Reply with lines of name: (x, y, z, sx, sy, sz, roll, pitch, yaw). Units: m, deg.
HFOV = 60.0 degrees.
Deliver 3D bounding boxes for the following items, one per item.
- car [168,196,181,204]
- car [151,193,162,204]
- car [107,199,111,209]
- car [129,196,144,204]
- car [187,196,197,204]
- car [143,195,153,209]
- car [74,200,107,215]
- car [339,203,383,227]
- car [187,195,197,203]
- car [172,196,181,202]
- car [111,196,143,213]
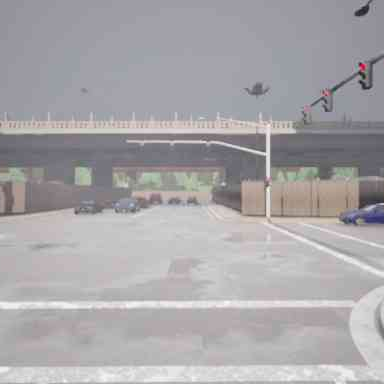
car: (-3.461, 1.611, 64.068, 1.895, 1.301, 4.718, 0, 0, 0)
car: (-6.991, 1.232, 64.165, 2.150, 2.045, 5.566, 0, 0, 1)
car: (-10.563, 1.570, 43.646, 1.994, 1.385, 4.181, 0, 0, 0)
car: (-10.501, 1.502, 63.437, 2.128, 1.511, 4.902, 0, 0, 1)
car: (0.039, 1.611, 63.702, 1.895, 1.301, 4.718, 0, 0, 0)
car: (-7.058, 1.485, 45.997, 1.882, 1.535, 5.008, 0, 0, 0)
car: (-10.564, 1.569, 34.285, 1.994, 1.385, 4.181, 0, 0, 1)
car: (12.038, 1.474, 21.555, 4.674, 1.442, 1.812, 0, 0, 1)
car: (0.045, 1.536, 74.029, 2.128, 1.511, 4.902, 0, 0, 0)
car: (-3.455, 1.606, 74.061, 1.895, 1.301, 4.718, 0, 0, 0)
car: (-7.067, 1.358, 36.726, 2.097, 1.767, 4.553, 0, 0, 0)
